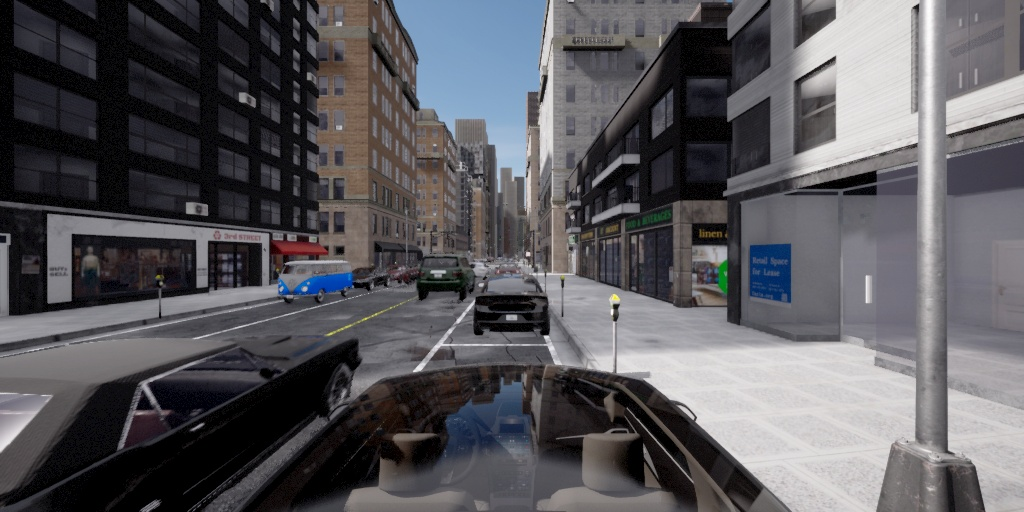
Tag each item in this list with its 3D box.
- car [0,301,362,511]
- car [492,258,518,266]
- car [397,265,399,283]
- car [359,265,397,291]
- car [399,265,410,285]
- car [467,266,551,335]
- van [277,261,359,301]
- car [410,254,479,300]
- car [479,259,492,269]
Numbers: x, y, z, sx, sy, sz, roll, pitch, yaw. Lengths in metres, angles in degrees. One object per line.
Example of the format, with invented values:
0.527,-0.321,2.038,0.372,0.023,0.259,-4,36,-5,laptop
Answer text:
-3.051,1.351,2.967,1.895,1.301,4.718,0,0,0,car
-0.288,1.193,27.330,1.967,1.591,4.097,0,0,0,car
-8.813,1.335,27.331,1.802,1.307,4.207,0,0,0,car
-8.813,1.318,21.829,1.948,1.339,4.313,0,0,0,car
-6.244,1.105,25.992,2.097,1.767,4.553,0,0,0,car
-0.006,1.228,10.500,1.882,1.535,5.008,0,0,0,car
-8.813,1.092,16.328,1.690,1.789,3.998,0,0,0,van
-3.140,0.968,17.900,2.150,2.045,5.566,0,-1,0,car
-3.062,1.280,31.410,1.812,1.442,4.674,0,0,0,car
